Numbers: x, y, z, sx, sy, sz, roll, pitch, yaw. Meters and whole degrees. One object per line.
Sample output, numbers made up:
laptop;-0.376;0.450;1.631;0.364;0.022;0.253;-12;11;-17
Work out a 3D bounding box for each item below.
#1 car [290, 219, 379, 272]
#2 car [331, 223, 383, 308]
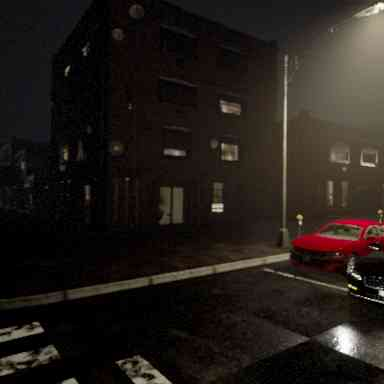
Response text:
car;4.866;1.537;10.112;4.507;1.381;1.887;0;1;-36
car;5.277;1.498;7.140;4.892;1.490;1.837;0;0;-36
